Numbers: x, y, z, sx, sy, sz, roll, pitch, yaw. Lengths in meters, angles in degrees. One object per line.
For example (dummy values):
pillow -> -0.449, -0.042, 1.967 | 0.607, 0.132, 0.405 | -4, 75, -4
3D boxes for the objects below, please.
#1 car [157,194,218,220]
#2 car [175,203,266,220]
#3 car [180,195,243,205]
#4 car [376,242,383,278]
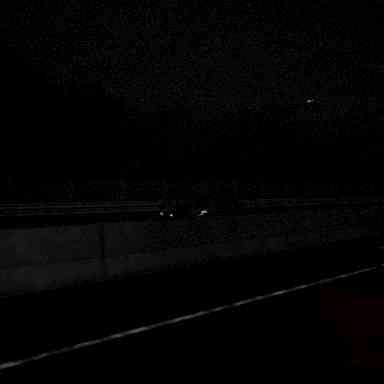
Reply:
car -> 0.098, 1.192, 25.419 | 5.566, 2.045, 2.150 | 0, 0, -35
car -> 2.006, 1.525, 18.218 | 5.357, 1.411, 2.033 | 0, 0, -35
car -> 1.811, 1.325, 22.341 | 4.553, 1.767, 2.097 | 0, 0, -35
car -> 6.528, 1.477, 8.325 | 4.902, 1.511, 2.128 | 0, 0, -35
